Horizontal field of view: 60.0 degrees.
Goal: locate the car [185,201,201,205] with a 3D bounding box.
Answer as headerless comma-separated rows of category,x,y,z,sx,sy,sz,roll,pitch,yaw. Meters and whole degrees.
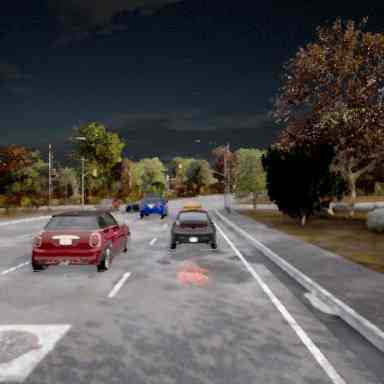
car,0.072,1.618,32.176,1.882,1.535,5.008,0,0,1

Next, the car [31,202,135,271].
car,-3.437,1.377,11.163,2.097,1.767,4.553,0,0,0

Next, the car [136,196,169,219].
car,-3.449,1.354,30.833,2.150,2.045,5.566,0,0,0

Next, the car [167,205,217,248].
car,0.053,1.544,14.984,1.837,1.490,4.892,0,0,0

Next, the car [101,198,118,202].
car,-10.371,1.587,41.182,2.097,1.767,4.553,0,0,2
